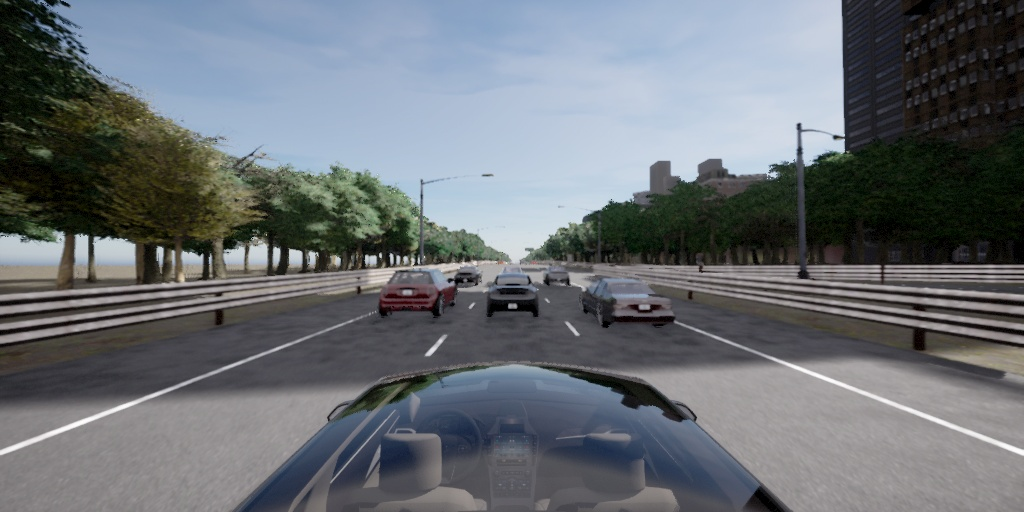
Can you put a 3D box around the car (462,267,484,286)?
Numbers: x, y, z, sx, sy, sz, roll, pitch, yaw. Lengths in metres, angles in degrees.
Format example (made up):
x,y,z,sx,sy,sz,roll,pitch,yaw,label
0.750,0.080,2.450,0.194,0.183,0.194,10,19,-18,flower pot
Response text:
x,y,z,sx,sy,sz,roll,pitch,yaw,label
-3.462,1.595,29.121,1.837,1.490,4.892,0,0,0,car

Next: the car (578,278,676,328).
x,y,z,sx,sy,sz,roll,pitch,yaw,label
3.521,1.430,11.982,2.033,1.411,5.357,0,-1,1,car

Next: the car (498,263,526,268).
x,y,z,sx,sy,sz,roll,pitch,yaw,label
0.036,1.581,29.106,2.128,1.511,4.902,0,-1,1,car

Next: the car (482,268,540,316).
x,y,z,sx,sy,sz,roll,pitch,yaw,label
0.040,1.416,14.146,1.837,1.490,4.892,0,0,0,car

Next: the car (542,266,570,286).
x,y,z,sx,sy,sz,roll,pitch,yaw,label
3.537,1.582,29.121,2.128,1.511,4.902,0,-1,0,car

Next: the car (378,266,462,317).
x,y,z,sx,sy,sz,roll,pitch,yaw,label
-3.460,1.260,14.042,2.097,1.767,4.553,0,-1,1,car
